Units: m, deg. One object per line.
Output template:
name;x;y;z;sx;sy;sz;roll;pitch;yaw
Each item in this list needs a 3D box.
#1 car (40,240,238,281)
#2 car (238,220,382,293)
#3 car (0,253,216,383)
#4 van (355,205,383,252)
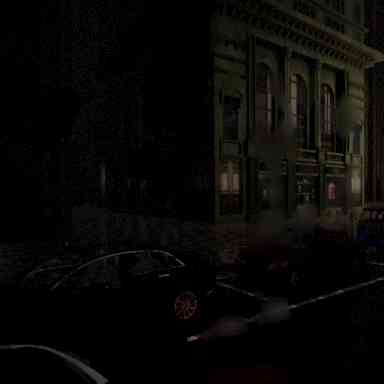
car;-1.590;1.551;5.522;4.403;1.369;2.008;0;0;-36
car;2.995;1.582;8.803;4.206;1.307;1.802;0;0;-36
car;-2.163;1.505;1.834;4.892;1.490;1.837;0;0;-36
van;7.578;1.342;12.084;3.998;1.788;1.690;0;0;-36
